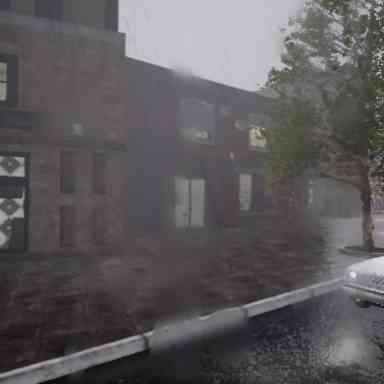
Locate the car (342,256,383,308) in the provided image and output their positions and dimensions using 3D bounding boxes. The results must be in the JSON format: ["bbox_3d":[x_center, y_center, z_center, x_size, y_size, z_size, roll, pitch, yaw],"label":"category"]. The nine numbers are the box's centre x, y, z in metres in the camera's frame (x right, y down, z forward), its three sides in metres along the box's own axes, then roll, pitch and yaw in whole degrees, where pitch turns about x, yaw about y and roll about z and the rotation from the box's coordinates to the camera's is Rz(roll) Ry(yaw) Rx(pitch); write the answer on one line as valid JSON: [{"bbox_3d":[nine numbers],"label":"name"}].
[{"bbox_3d":[5.087,1.587,6.739,4.718,1.301,1.895,0,0,-36],"label":"car"}]
